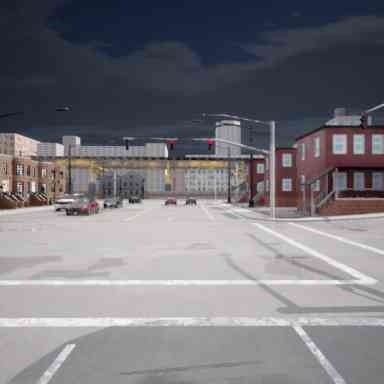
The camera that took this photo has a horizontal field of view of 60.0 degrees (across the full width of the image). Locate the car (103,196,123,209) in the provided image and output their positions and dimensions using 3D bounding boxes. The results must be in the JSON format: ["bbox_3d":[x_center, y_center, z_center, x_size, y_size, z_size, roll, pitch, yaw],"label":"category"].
[{"bbox_3d":[-10.710,1.488,45.199,2.128,1.511,4.902,0,0,0],"label":"car"}]

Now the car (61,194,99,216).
[{"bbox_3d":[-10.672,1.350,32.624,2.097,1.767,4.553,0,0,0],"label":"car"}]

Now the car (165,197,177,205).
[{"bbox_3d":[-3.542,1.523,56.727,1.812,1.442,4.674,0,0,0],"label":"car"}]

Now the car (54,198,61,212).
[{"bbox_3d":[-14.198,1.219,39.191,2.150,2.045,5.566,0,0,0],"label":"car"}]

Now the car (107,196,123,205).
[{"bbox_3d":[-14.174,1.474,61.495,1.882,1.535,5.008,0,0,0],"label":"car"}]

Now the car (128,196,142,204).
[{"bbox_3d":[-10.668,1.475,62.421,1.882,1.535,5.008,0,0,0],"label":"car"}]

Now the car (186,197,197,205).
[{"bbox_3d":[-0.147,1.523,58.543,1.812,1.442,4.674,0,0,0],"label":"car"}]
